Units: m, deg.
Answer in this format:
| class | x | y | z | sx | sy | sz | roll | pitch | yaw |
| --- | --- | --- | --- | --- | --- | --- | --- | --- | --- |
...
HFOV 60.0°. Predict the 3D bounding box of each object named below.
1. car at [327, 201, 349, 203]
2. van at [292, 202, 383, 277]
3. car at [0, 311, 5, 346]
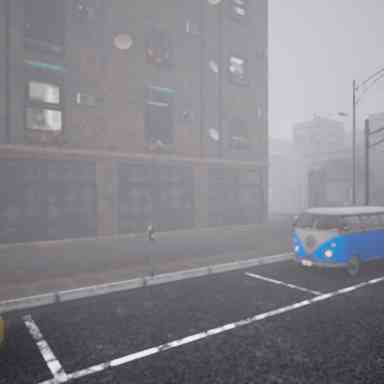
| class | x | y | z | sx | sy | sz | roll | pitch | yaw |
| --- | --- | --- | --- | --- | --- | --- | --- | --- | --- |
| car | 13.659 | 1.554 | 32.786 | 1.967 | 1.590 | 4.097 | -1 | 0 | -35 |
| van | 4.723 | 1.334 | 9.932 | 3.998 | 1.788 | 1.690 | 0 | 0 | -36 |
| car | -4.632 | 1.528 | 3.256 | 4.829 | 1.417 | 1.752 | 0 | 0 | -36 |
